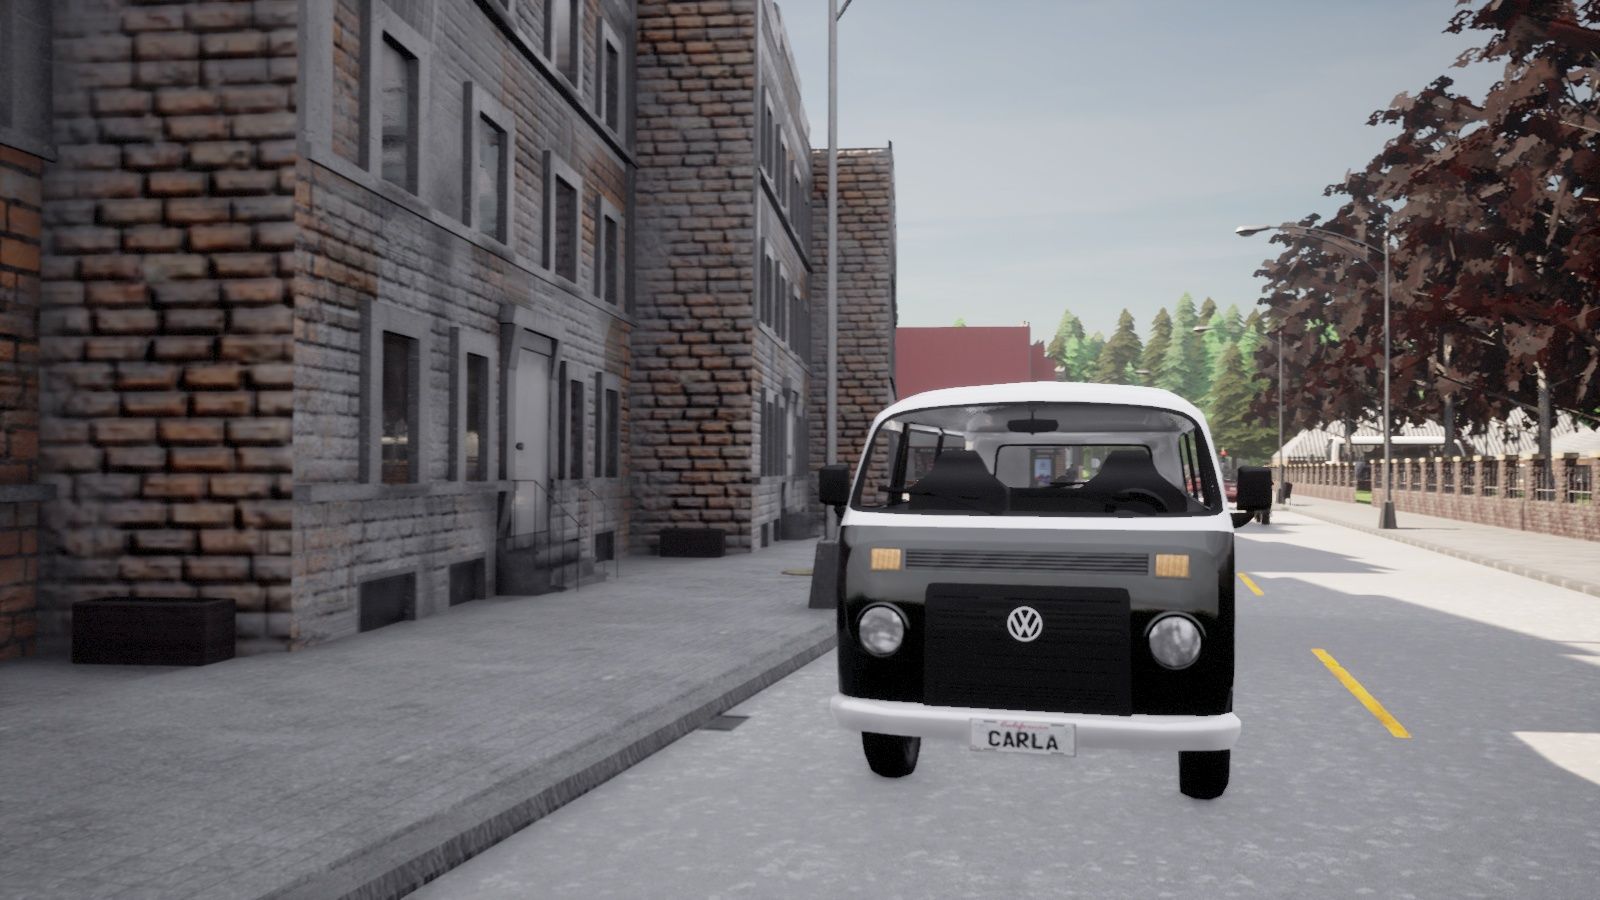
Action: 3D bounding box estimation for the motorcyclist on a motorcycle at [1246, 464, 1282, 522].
[{"bbox_3d":[13.588,1.244,36.833,0.766,1.649,2.350,0,-1,15],"label":"motorcyclist on a motorcycle"}]

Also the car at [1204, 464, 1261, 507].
[{"bbox_3d":[17.072,1.366,49.750,1.851,1.617,3.988,0,-1,15],"label":"car"}]

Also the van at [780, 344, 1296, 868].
[{"bbox_3d":[1.500,0.632,7.317,2.069,2.038,4.480,0,-1,15],"label":"van"}]
